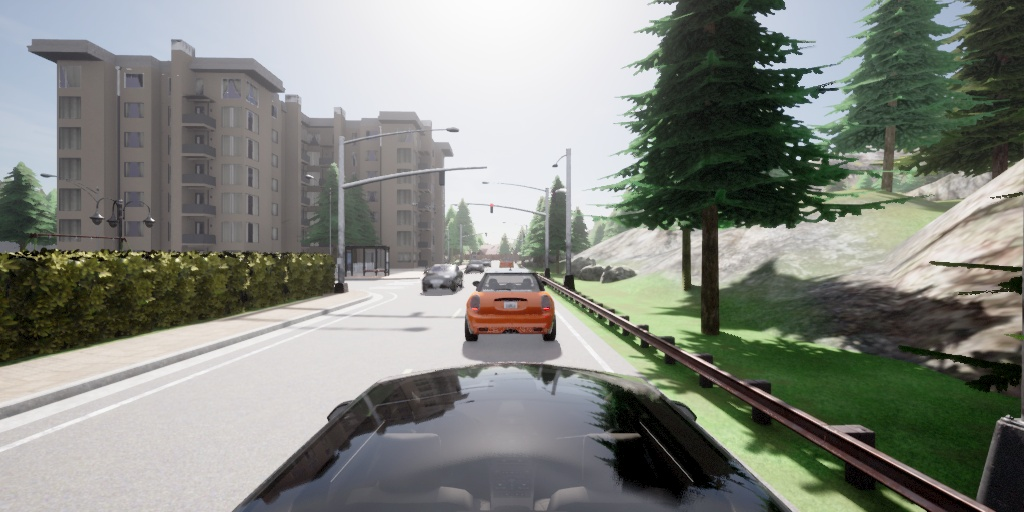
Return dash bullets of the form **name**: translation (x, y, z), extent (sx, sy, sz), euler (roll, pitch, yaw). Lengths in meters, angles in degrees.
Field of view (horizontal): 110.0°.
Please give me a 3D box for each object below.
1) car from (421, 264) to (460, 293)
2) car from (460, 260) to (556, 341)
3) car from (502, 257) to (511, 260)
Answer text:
- **car**: translation (-3.924, 1.239, 20.860), extent (2.128, 1.511, 4.902), euler (0, 0, -1)
- **car**: translation (-0.057, 1.102, 10.012), extent (2.097, 1.767, 4.553), euler (0, 0, -1)
- **car**: translation (-0.864, 1.103, 56.065), extent (2.097, 1.767, 4.553), euler (0, 0, -1)
